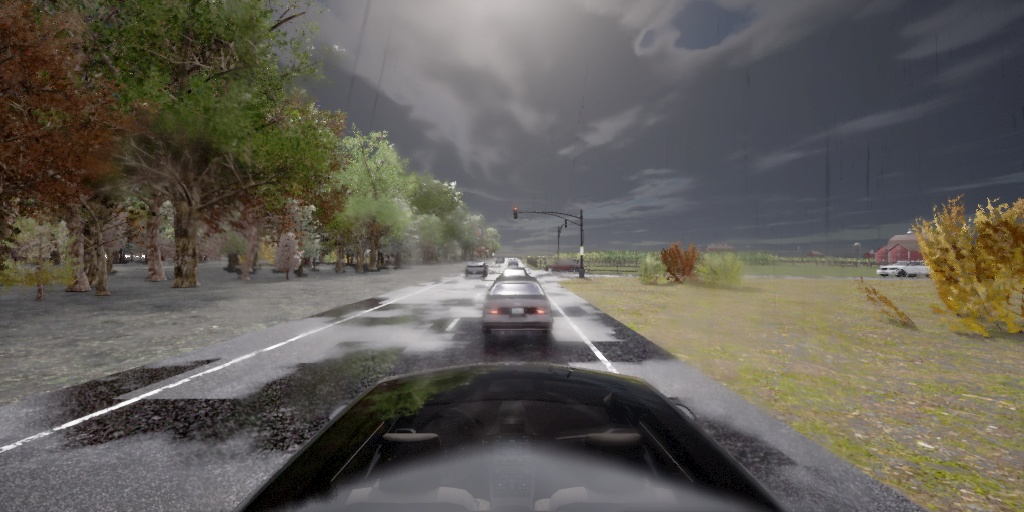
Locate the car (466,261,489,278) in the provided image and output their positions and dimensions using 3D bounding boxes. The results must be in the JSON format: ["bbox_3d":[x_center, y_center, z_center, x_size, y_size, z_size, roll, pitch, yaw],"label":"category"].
[{"bbox_3d":[-3.327,1.249,34.633,2.128,1.511,4.902,0,0,0],"label":"car"}]

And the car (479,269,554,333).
[{"bbox_3d":[0.121,1.300,10.682,2.033,1.411,5.357,0,0,0],"label":"car"}]

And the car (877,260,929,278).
[{"bbox_3d":[46.177,1.535,41.856,5.566,2.045,2.150,1,-1,1],"label":"car"}]

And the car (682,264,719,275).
[{"bbox_3d":[22.304,1.614,42.046,4.181,1.385,1.994,1,-1,0],"label":"car"}]

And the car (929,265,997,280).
[{"bbox_3d":[48.670,1.825,38.258,5.357,1.411,2.033,1,-1,1],"label":"car"}]

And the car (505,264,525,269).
[{"bbox_3d":[0.144,1.318,19.922,1.994,1.385,4.181,0,0,0],"label":"car"}]

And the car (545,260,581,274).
[{"bbox_3d":[6.423,1.262,44.341,4.553,1.767,2.097,0,-1,26],"label":"car"}]
